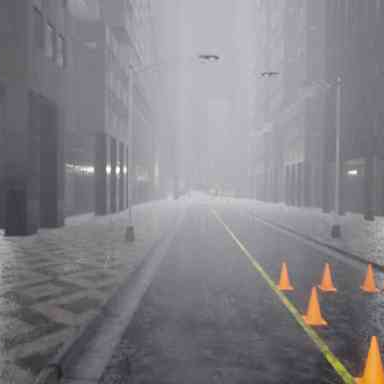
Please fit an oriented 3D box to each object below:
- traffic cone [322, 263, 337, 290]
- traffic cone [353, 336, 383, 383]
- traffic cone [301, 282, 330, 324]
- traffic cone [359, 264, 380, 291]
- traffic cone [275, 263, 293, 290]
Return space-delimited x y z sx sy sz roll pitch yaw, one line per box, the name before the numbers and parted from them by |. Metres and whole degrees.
traffic cone | 3.184 1.980 7.851 0.340 0.580 0.340 1 0 1
traffic cone | 2.117 1.973 3.869 0.340 0.580 0.340 1 0 1
traffic cone | 2.151 1.972 5.869 0.340 0.580 0.340 1 0 1
traffic cone | 4.184 1.990 7.835 0.340 0.580 0.340 1 0 1
traffic cone | 2.185 1.970 7.868 0.340 0.580 0.340 1 0 1
